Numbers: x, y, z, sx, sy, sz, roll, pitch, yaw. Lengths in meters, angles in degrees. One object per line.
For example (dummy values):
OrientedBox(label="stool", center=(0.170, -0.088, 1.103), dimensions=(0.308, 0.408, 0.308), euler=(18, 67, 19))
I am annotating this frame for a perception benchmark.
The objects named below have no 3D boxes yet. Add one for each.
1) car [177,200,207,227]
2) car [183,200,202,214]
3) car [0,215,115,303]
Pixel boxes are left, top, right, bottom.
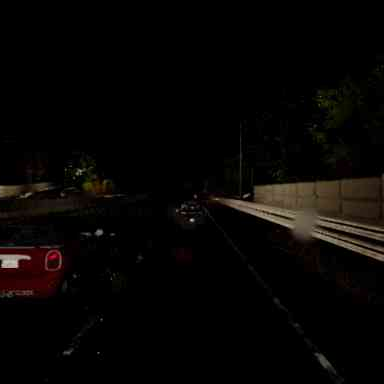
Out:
OrientedBox(label="car", center=(0.007, 1.516, 22.751), dimensions=(2.128, 1.511, 4.902), euler=(0, 0, 0))
OrientedBox(label="car", center=(0.012, 1.620, 37.377), dimensions=(1.994, 1.385, 4.181), euler=(0, 0, 0))
OrientedBox(label="car", center=(-3.397, 1.358, 8.346), dimensions=(2.097, 1.767, 4.553), euler=(0, 0, 0))
